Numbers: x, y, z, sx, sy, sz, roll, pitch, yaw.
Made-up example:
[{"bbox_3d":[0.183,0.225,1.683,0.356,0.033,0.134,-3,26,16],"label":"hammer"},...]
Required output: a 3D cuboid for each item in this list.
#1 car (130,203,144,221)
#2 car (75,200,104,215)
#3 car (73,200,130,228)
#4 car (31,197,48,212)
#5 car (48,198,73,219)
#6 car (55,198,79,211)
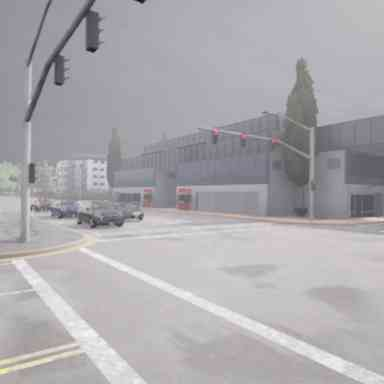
[{"bbox_3d":[-5.755,1.646,28.362,2.128,1.511,4.902,1,-1,-34],"label":"car"},{"bbox_3d":[-11.334,1.683,36.638,1.812,1.442,4.674,1,-1,-34],"label":"car"},{"bbox_3d":[-6.390,1.459,23.105,2.097,1.767,4.553,1,-1,-35],"label":"car"},{"bbox_3d":[-18.283,1.469,40.718,2.097,1.767,4.553,1,-1,-34],"label":"car"},{"bbox_3d":[-11.340,1.461,30.359,2.097,1.767,4.553,1,-1,-34],"label":"car"},{"bbox_3d":[-16.987,1.639,45.079,1.882,1.535,5.008,1,-1,-33],"label":"car"}]
